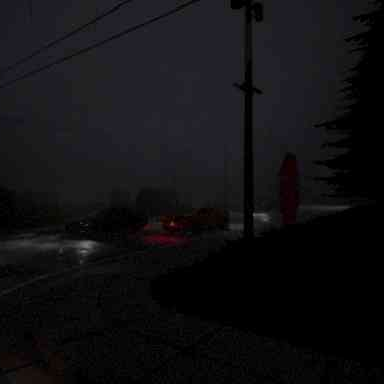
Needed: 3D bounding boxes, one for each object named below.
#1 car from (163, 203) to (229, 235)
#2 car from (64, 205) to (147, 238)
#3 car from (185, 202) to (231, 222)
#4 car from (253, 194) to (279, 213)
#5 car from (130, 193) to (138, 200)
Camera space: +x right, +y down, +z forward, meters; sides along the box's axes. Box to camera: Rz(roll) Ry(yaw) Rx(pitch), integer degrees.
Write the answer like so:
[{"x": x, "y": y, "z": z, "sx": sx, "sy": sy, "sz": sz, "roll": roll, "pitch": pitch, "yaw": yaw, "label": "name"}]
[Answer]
[{"x": 0.360, "y": 1.518, "z": 19.393, "sx": 1.882, "sy": 1.535, "sz": 5.008, "roll": 0, "pitch": 0, "yaw": 34, "label": "car"}, {"x": -4.590, "y": 1.519, "z": 18.366, "sx": 1.882, "sy": 1.535, "sz": 5.008, "roll": 0, "pitch": 0, "yaw": 33, "label": "car"}, {"x": 1.418, "y": 1.606, "z": 27.700, "sx": 1.994, "sy": 1.385, "sz": 4.181, "roll": 0, "pitch": 0, "yaw": 32, "label": "car"}, {"x": 8.452, "y": 1.263, "z": 38.587, "sx": 2.150, "sy": 2.045, "sz": 5.566, "roll": 0, "pitch": 0, "yaw": 34, "label": "car"}, {"x": -14.896, "y": 1.183, "z": 87.293, "sx": 3.866, "sy": 1.878, "sz": 1.905, "roll": -2, "pitch": 6, "yaw": -11, "label": "car"}]
